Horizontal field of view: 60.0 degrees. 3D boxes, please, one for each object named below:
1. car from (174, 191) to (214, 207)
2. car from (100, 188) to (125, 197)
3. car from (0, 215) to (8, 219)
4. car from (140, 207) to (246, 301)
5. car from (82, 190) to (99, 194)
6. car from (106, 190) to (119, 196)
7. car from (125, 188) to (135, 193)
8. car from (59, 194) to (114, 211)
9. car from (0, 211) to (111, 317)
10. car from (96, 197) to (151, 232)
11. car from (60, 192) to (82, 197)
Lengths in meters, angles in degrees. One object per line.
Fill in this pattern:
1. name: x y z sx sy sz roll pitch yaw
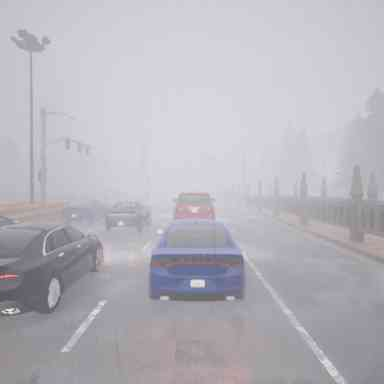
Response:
1. car: 0.123 0.965 19.119 2.150 2.045 5.566 0 1 0
2. car: -13.914 0.370 58.313 2.150 2.045 5.566 0 1 0
3. car: -6.897 1.426 11.059 1.994 1.385 4.181 0 1 1
4. car: 0.099 1.383 8.204 1.882 1.535 5.008 0 1 0
5. car: -20.809 0.381 66.222 2.097 1.767 4.553 0 1 0
6. car: -20.736 0.254 87.051 2.033 1.411 5.357 0 1 0
7. car: -13.801 0.218 68.635 2.150 2.045 5.566 0 1 0
8. car: -6.864 1.177 21.839 1.882 1.535 5.008 0 1 0
9. car: -3.402 1.424 7.386 1.837 1.490 4.892 0 1 0
10. car: -3.376 1.247 18.195 2.128 1.511 4.902 0 1 0
11. car: -20.916 0.700 56.568 1.812 1.442 4.674 0 1 1
